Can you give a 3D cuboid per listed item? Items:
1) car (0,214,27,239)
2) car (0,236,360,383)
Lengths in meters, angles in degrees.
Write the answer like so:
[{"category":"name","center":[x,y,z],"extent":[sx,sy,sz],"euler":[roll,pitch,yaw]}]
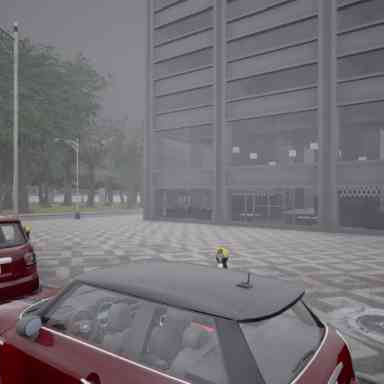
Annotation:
[{"category":"car","center":[-5.043,1.315,6.552],"extent":[5.009,1.841,2.192],"euler":[0,0,35]},{"category":"car","center":[-0.614,1.440,3.398],"extent":[4.097,1.590,1.967],"euler":[0,0,35]}]
